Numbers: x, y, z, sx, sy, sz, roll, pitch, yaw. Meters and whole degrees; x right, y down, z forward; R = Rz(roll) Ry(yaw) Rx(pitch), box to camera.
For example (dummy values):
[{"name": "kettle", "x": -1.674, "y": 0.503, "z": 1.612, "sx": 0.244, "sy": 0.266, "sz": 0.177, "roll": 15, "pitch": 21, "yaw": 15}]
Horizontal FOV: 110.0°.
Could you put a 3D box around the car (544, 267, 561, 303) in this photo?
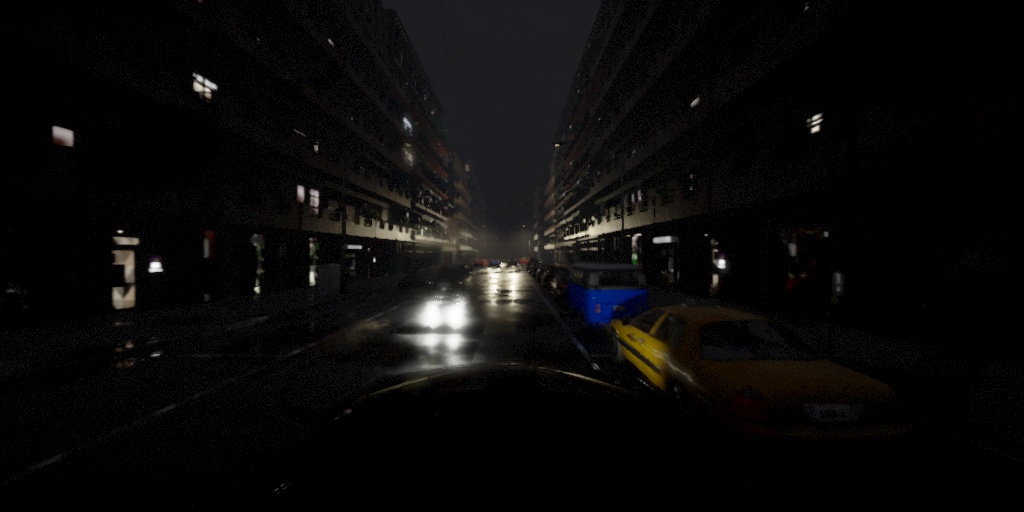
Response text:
[{"name": "car", "x": 2.699, "y": 1.328, "z": 16.502, "sx": 1.802, "sy": 1.307, "sz": 4.207, "roll": 0, "pitch": 0, "yaw": 0}]

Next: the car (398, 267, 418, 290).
[{"name": "car", "x": -5.678, "y": 1.329, "z": 22.194, "sx": 1.802, "sy": 1.307, "sz": 4.207, "roll": 0, "pitch": 0, "yaw": 0}]

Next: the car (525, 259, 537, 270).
[{"name": "car", "x": 2.711, "y": 1.335, "z": 39.241, "sx": 1.802, "sy": 1.307, "sz": 4.207, "roll": 0, "pitch": 0, "yaw": 0}]

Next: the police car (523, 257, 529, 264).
[{"name": "police car", "x": 3.029, "y": 1.186, "z": 51.273, "sx": 1.930, "sy": 1.638, "sz": 5.238, "roll": 0, "pitch": 0, "yaw": 0}]

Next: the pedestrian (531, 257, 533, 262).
[{"name": "pedestrian", "x": 3.031, "y": 1.057, "z": 54.270, "sx": 0.375, "sy": 1.860, "sz": 0.375, "roll": -1, "pitch": 1, "yaw": 0}]

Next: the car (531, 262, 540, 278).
[{"name": "car", "x": 2.705, "y": 1.330, "z": 27.872, "sx": 1.802, "sy": 1.307, "sz": 4.207, "roll": 0, "pitch": 0, "yaw": 0}]

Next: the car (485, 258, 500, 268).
[{"name": "car", "x": -2.998, "y": 1.247, "z": 61.394, "sx": 1.882, "sy": 1.535, "sz": 5.008, "roll": 0, "pitch": 0, "yaw": 1}]

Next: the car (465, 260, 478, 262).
[{"name": "car", "x": -5.666, "y": 1.282, "z": 44.764, "sx": 1.751, "sy": 1.417, "sz": 4.829, "roll": 0, "pitch": 0, "yaw": 0}]

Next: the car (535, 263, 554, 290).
[{"name": "car", "x": 2.702, "y": 1.312, "z": 22.187, "sx": 1.948, "sy": 1.339, "sz": 4.313, "roll": 0, "pitch": 0, "yaw": 0}]

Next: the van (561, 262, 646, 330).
[{"name": "van", "x": 2.696, "y": 1.088, "z": 10.818, "sx": 1.690, "sy": 1.789, "sz": 3.998, "roll": 0, "pitch": 0, "yaw": 0}]

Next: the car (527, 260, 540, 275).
[{"name": "car", "x": 2.708, "y": 1.295, "z": 33.556, "sx": 1.888, "sy": 1.381, "sz": 4.507, "roll": 0, "pitch": 0, "yaw": 0}]

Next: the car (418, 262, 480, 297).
[{"name": "car", "x": -3.088, "y": 1.238, "z": 18.711, "sx": 2.128, "sy": 1.511, "sz": 4.902, "roll": 0, "pitch": 0, "yaw": 0}]

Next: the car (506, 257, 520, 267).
[{"name": "car", "x": 0.036, "y": 1.278, "z": 65.130, "sx": 1.837, "sy": 1.490, "sz": 4.892, "roll": 0, "pitch": 0, "yaw": 0}]

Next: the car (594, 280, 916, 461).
[{"name": "car", "x": 2.693, "y": 1.274, "z": 5.303, "sx": 1.751, "sy": 1.417, "sz": 4.829, "roll": 0, "pitch": 0, "yaw": 0}]

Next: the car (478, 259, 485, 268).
[{"name": "car", "x": -5.658, "y": 1.316, "z": 61.987, "sx": 1.888, "sy": 1.381, "sz": 4.507, "roll": 0, "pitch": 0, "yaw": 0}]
